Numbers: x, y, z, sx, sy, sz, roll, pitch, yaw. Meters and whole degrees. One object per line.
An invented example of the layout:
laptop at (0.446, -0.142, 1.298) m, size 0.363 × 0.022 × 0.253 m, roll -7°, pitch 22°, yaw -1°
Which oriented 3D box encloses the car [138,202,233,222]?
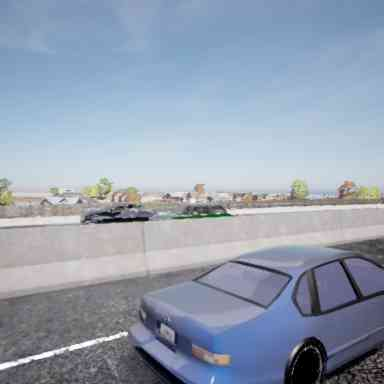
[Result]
car at (-0.066, 1.348, 16.768) m, size 4.553 × 1.767 × 2.097 m, roll 0°, pitch 0°, yaw -35°

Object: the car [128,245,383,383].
car at (1.788, 1.546, 5.008) m, size 5.357 × 1.411 × 2.033 m, roll 0°, pitch 0°, yaw -35°

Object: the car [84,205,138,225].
car at (-3.306, 1.596, 18.777) m, size 4.718 × 1.301 × 1.895 m, roll 0°, pitch 0°, yaw -35°

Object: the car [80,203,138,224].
car at (-4.822, 1.499, 21.988) m, size 4.892 × 1.490 × 1.837 m, roll 0°, pitch 0°, yaw -35°
